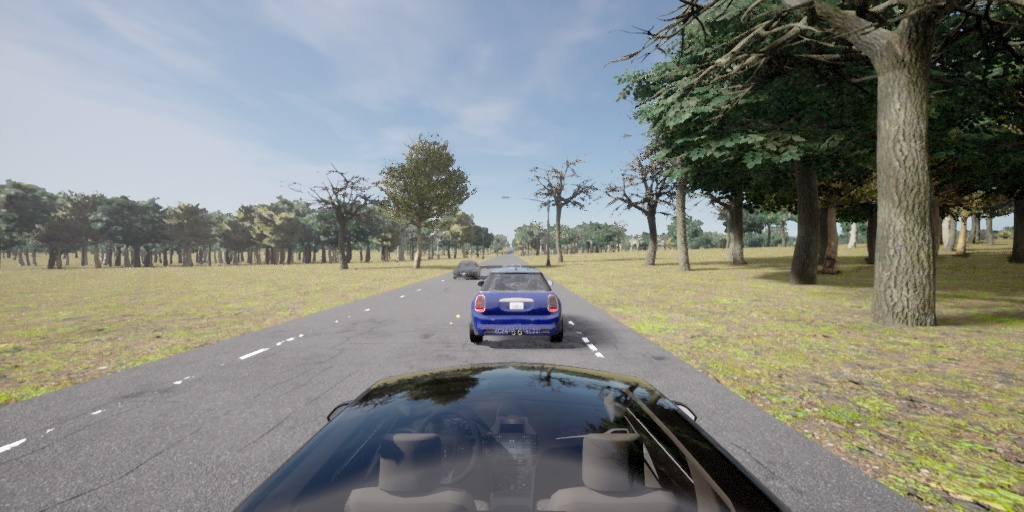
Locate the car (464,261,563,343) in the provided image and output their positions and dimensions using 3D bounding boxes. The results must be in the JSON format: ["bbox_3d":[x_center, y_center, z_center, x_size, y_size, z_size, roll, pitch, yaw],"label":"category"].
[{"bbox_3d":[0.088,1.084,9.819,2.097,1.767,4.553,0,0,0],"label":"car"}]

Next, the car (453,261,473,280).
[{"bbox_3d":[-3.635,1.150,29.407,1.837,1.490,4.892,0,0,0],"label":"car"}]

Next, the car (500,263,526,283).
[{"bbox_3d":[0.068,1.253,27.922,1.895,1.301,4.718,0,0,0],"label":"car"}]
